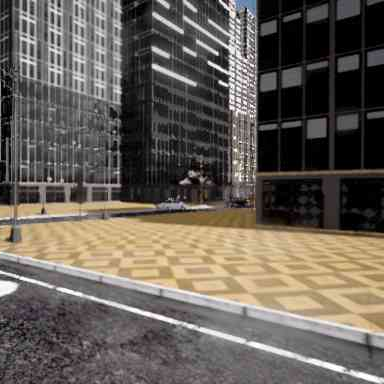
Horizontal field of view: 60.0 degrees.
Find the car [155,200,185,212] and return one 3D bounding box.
[{"bbox_3d":[-2.747,1.721,42.727,1.812,1.442,4.674,0,0,37],"label":"car"}]

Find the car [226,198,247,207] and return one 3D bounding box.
[{"bbox_3d":[7.637,1.776,56.496,2.128,1.511,4.902,0,0,37],"label":"car"}]
